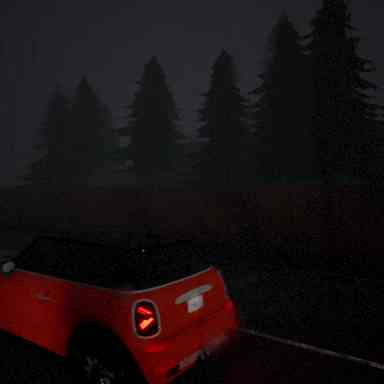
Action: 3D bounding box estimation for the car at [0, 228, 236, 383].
[{"bbox_3d":[-1.686,1.351,5.194,4.553,1.767,2.097,0,0,35],"label":"car"}]
